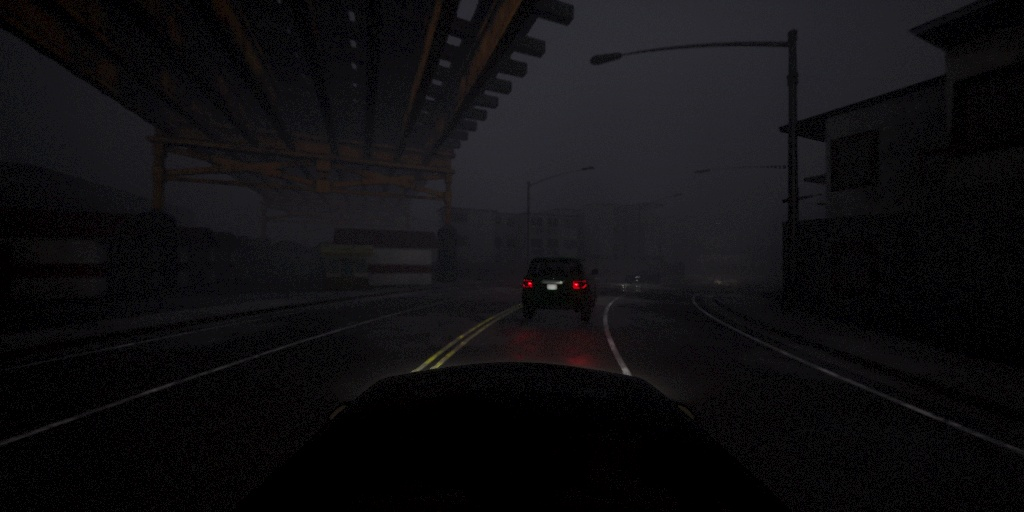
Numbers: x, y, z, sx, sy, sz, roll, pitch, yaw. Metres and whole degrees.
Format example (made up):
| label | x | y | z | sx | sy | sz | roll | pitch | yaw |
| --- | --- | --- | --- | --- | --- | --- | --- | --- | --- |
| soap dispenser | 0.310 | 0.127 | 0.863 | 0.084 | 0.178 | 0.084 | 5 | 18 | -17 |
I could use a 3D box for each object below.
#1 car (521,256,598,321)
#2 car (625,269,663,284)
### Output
| label | x | y | z | sx | sy | sz | roll | pitch | yaw |
| --- | --- | --- | --- | --- | --- | --- | --- | --- | --- |
| car | 1.895 | 1.047 | 13.189 | 2.150 | 2.045 | 5.566 | 0 | -1 | 15 |
| car | 13.804 | 2.113 | 37.494 | 5.008 | 1.535 | 1.882 | 3 | -2 | -38 |
